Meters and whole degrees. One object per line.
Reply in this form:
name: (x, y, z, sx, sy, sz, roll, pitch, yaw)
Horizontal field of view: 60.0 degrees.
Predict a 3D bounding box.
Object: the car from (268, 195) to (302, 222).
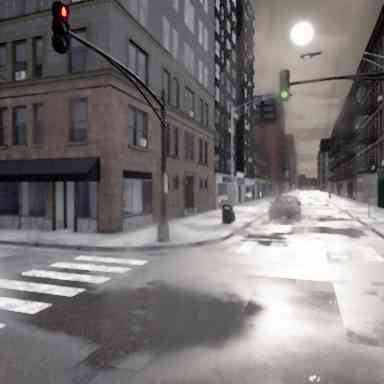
car: (6.690, 1.052, 23.682, 2.097, 1.767, 4.553, 0, 1, 19)
